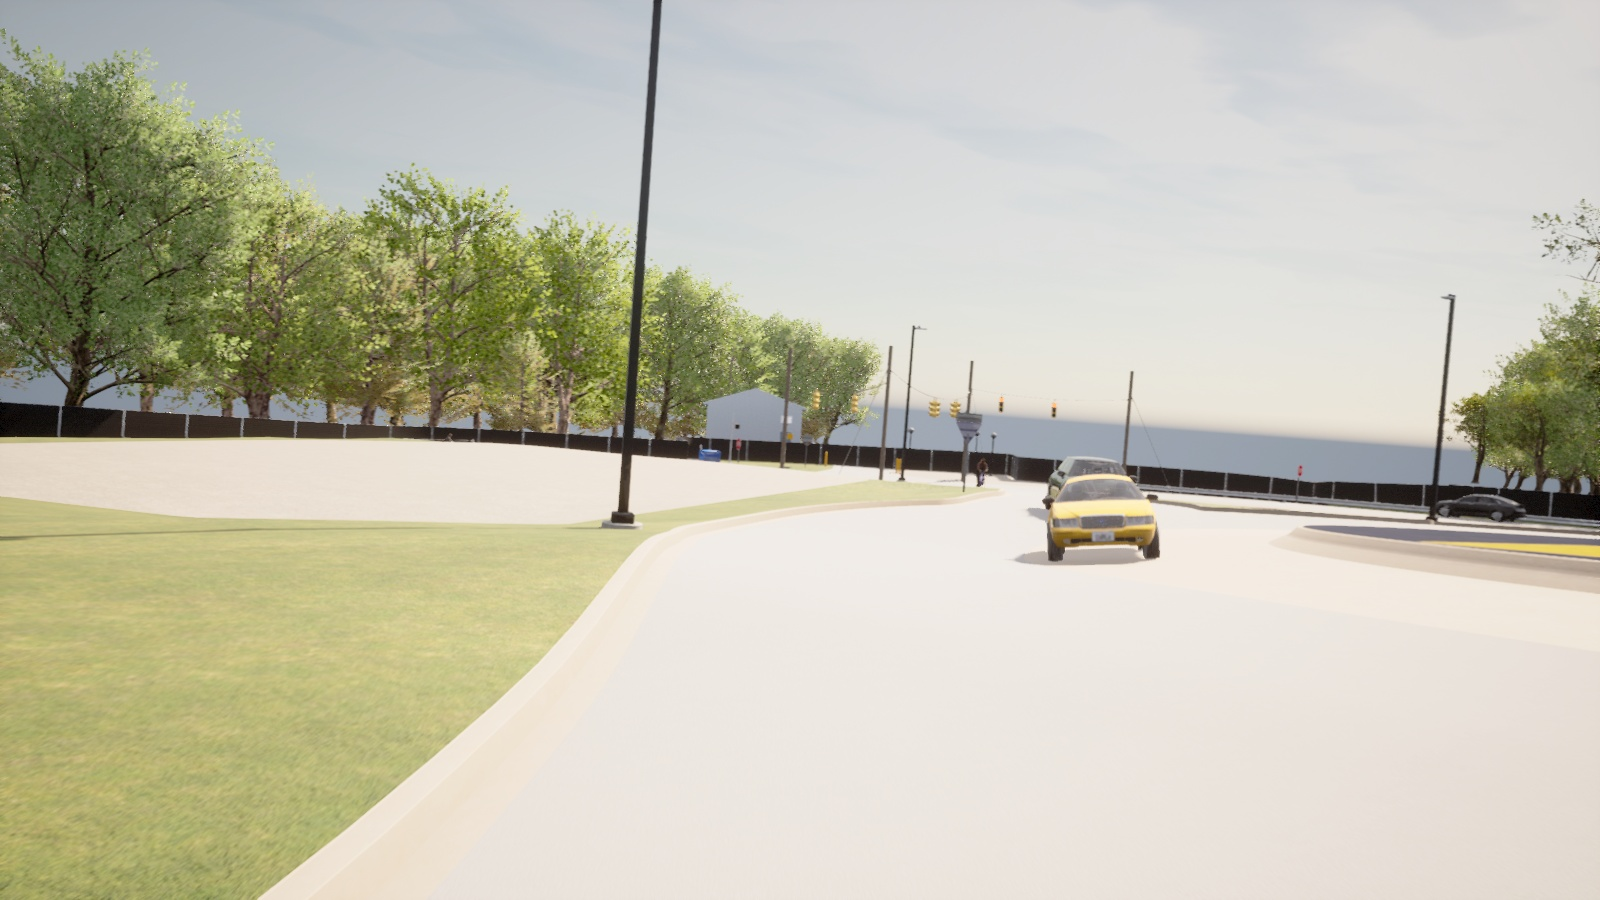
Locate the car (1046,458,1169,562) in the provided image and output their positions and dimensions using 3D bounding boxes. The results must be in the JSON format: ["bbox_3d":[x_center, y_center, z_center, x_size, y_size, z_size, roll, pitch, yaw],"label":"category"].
[{"bbox_3d":[5.435,1.034,22.453,1.801,1.575,5.366,-3,-2,13],"label":"car"}]

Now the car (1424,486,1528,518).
[{"bbox_3d":[39.171,2.988,72.862,1.837,1.490,4.892,2,2,-42],"label":"car"}]

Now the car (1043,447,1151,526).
[{"bbox_3d":[8.126,0.940,34.790,2.097,1.767,4.553,4,2,4],"label":"car"}]
